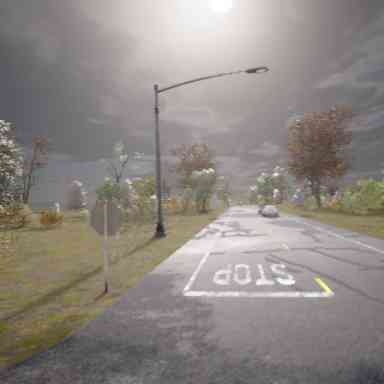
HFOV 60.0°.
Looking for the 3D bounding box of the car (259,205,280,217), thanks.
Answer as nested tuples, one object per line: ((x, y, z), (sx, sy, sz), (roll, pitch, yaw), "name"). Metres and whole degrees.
((10.240, 2.446, 43.538), (1.812, 1.442, 4.674), (-2, -2, 8), "car")
